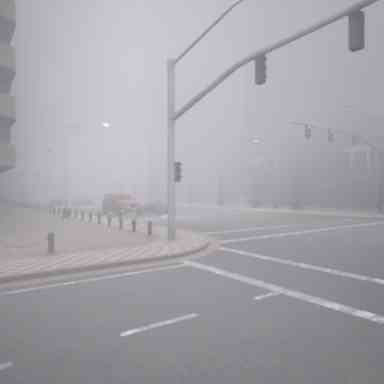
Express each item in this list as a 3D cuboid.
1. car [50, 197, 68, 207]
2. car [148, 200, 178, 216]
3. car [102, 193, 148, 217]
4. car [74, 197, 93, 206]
[{"bbox_3d":[-20.047,1.474,50.099,1.994,1.385,4.181,0,0,-34],"label":"car"},{"bbox_3d":[-3.146,1.464,31.917,1.994,1.385,4.181,0,0,-35],"label":"car"},{"bbox_3d":[-6.510,1.131,30.609,2.150,2.045,5.566,0,0,-35],"label":"car"},{"bbox_3d":[-16.878,1.464,51.657,1.994,1.385,4.181,0,0,-35],"label":"car"}]
